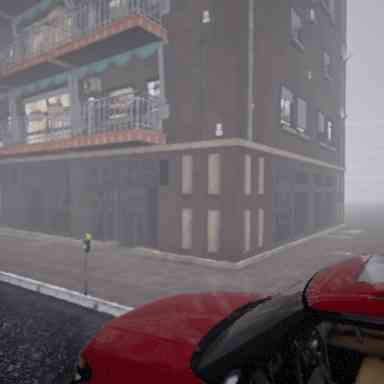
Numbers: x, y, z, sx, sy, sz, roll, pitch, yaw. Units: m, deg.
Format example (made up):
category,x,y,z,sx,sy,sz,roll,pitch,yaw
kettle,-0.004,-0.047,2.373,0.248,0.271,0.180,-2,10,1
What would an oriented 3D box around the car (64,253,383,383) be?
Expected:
category,x,y,z,sx,sy,sz,roll,pitch,yaw
car,1.384,1.315,1.870,5.009,1.841,2.192,0,1,36
